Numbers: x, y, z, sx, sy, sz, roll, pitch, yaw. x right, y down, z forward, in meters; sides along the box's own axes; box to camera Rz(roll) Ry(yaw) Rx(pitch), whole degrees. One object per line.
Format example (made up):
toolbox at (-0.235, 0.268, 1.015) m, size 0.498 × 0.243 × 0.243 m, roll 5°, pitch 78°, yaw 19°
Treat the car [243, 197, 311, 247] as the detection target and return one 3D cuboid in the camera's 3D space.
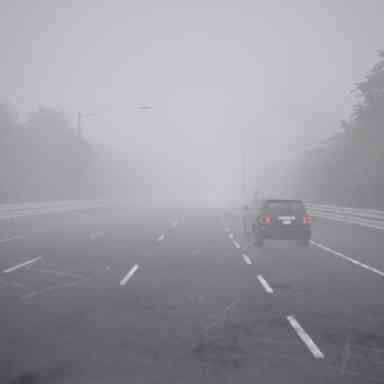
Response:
car at (3.702, 1.248, 15.303) m, size 2.150 × 2.045 × 5.566 m, roll 0°, pitch 0°, yaw 2°
